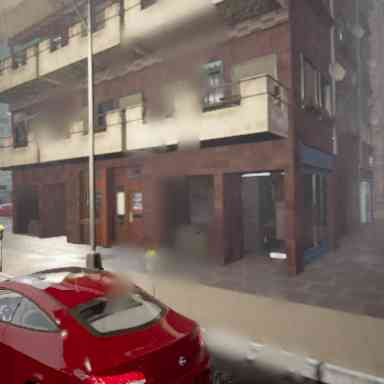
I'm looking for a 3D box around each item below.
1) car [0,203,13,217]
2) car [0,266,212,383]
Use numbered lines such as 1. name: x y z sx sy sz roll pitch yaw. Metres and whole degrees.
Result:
1. car: -16.967 1.730 30.780 1.887 1.381 4.507 -1 0 36
2. car: -1.743 1.608 4.091 4.206 1.307 1.802 0 -1 36
